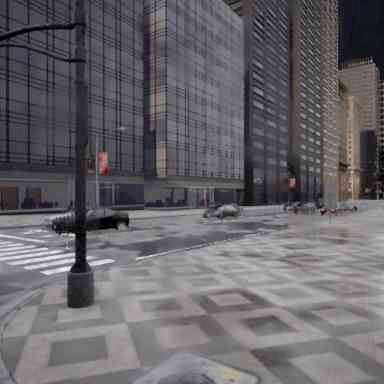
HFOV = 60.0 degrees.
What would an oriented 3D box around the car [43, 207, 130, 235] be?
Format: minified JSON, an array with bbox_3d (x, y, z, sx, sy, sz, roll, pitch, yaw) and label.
[{"bbox_3d":[-5.997,1.677,20.137,1.882,1.535,5.008,0,-1,36],"label":"car"}]

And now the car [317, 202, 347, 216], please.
[{"bbox_3d":[17.464,2.191,41.330,1.895,1.301,4.718,0,-1,36],"label":"car"}]

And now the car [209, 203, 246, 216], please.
[{"bbox_3d":[4.362,2.057,40.068,2.033,1.411,5.357,0,-1,36],"label":"car"}]

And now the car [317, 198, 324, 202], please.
[{"bbox_3d":[20.709,1.960,51.474,2.150,2.045,5.566,0,-1,36],"label":"car"}]

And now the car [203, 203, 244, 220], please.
[{"bbox_3d":[2.930,1.930,32.531,1.812,1.442,4.674,0,-1,36],"label":"car"}]

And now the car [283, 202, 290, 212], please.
[{"bbox_3d":[15.062,2.178,49.197,2.128,1.511,4.902,0,-1,36],"label":"car"}]

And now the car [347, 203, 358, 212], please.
[{"bbox_3d":[23.327,2.273,49.546,2.033,1.411,5.357,0,-1,36],"label":"car"}]

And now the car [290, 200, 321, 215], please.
[{"bbox_3d":[14.807,2.106,43.204,1.837,1.490,4.892,0,-1,36],"label":"car"}]
